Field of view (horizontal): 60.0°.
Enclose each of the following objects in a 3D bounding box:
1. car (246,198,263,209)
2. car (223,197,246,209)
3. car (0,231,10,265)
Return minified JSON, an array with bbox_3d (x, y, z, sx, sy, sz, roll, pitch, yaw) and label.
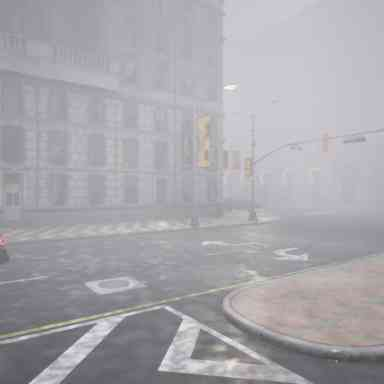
[{"bbox_3d":[7.371,1.547,46.323,2.033,1.411,5.357,0,0,-36],"label":"car"},{"bbox_3d":[4.495,1.505,44.335,1.837,1.490,4.892,0,0,-36],"label":"car"},{"bbox_3d":[-7.353,1.352,8.583,4.553,1.767,2.097,0,0,-35],"label":"car"}]
